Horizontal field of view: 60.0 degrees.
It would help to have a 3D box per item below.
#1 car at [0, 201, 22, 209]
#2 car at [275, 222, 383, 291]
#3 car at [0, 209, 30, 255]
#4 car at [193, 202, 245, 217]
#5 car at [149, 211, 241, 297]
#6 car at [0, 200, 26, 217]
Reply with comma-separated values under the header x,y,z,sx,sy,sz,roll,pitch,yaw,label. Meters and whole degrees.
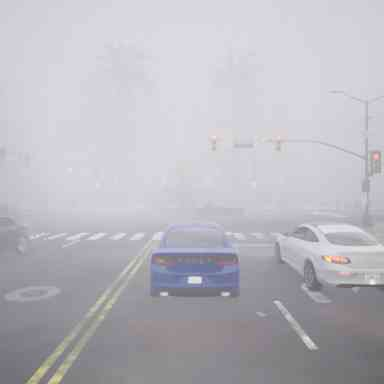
x,y,z,sx,sy,sz,roll,pitch,yaw,label
-16.263,1.525,26.886,4.674,1.442,1.812,0,0,-1,car
3.566,1.526,8.878,1.812,1.442,4.674,0,0,0,car
-7.079,1.505,10.746,1.837,1.490,4.892,0,0,0,car
2.444,1.601,30.417,4.718,1.301,1.895,0,0,0,car
0.065,1.478,8.628,1.882,1.535,5.008,0,0,0,car
-18.086,1.506,30.343,4.892,1.490,1.837,-1,0,-1,car
